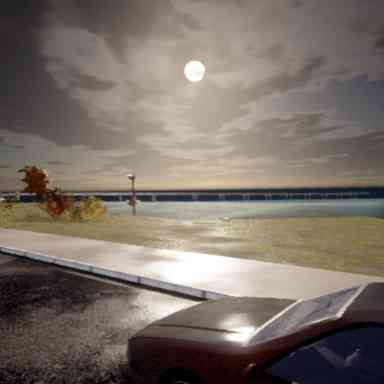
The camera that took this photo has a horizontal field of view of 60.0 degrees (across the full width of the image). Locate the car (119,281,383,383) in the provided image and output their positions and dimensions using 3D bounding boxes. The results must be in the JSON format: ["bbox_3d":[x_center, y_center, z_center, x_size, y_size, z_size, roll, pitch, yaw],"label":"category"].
[{"bbox_3d":[1.800,1.500,2.509,5.357,1.411,2.033,-1,0,38],"label":"car"}]
